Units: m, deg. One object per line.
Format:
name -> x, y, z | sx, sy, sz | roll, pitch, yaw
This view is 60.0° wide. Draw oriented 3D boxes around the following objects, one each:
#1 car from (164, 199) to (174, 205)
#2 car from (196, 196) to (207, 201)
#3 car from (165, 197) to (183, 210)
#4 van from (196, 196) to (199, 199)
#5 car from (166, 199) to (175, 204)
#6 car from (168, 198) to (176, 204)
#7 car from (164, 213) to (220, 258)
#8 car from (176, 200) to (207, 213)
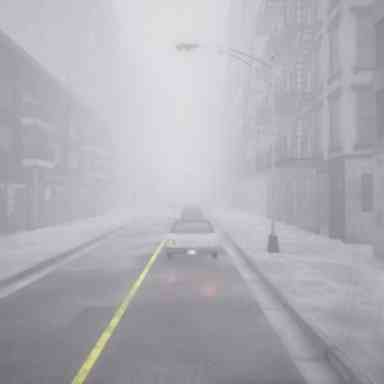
car -> -5.392, 2.277, 77.941 | 1.947, 1.339, 4.313 | 0, -1, 0
car -> 2.633, 2.262, 77.942 | 2.008, 1.369, 4.403 | 0, 0, 0
car -> -2.776, 1.958, 51.813 | 1.882, 1.535, 5.008 | 0, -1, 0
van -> 2.633, 2.102, 83.625 | 1.690, 1.788, 3.998 | 0, 0, 0
car -> -5.392, 2.343, 83.623 | 1.802, 1.307, 4.206 | 0, 0, 0
car -> -5.392, 2.376, 89.305 | 1.947, 1.339, 4.313 | 0, 0, 0
car -> 0.016, 1.727, 13.253 | 1.895, 1.301, 4.718 | 0, -1, 0
car -> 0.019, 1.762, 28.509 | 2.128, 1.511, 4.902 | 0, 0, 0
